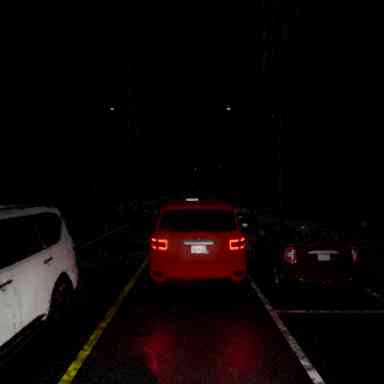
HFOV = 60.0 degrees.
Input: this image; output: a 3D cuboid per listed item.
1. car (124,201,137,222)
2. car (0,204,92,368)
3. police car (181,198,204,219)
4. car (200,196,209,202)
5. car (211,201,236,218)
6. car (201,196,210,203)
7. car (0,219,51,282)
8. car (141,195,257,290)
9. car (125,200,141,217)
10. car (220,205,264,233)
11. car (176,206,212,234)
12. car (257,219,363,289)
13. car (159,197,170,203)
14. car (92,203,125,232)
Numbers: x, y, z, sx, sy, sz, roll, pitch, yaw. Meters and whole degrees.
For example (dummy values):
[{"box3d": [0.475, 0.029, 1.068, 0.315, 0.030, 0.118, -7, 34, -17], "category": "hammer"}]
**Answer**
[{"box3d": [-5.665, 1.582, 25.639, 1.802, 1.307, 4.206, 0, 0, 0], "category": "car"}, {"box3d": [-3.102, 1.221, 3.778, 2.150, 2.045, 5.566, 0, 0, 0], "category": "car"}, {"box3d": [0.008, 1.426, 30.250, 1.930, 1.638, 5.238, 0, 0, 0], "category": "police car"}, {"box3d": [2.931, 1.609, 79.046, 2.008, 1.369, 4.403, 0, 0, 0], "category": "car"}, {"box3d": [2.863, 1.567, 31.138, 1.947, 1.339, 4.313, 0, 0, 0], "category": "car"}, {"box3d": [2.919, 1.573, 73.807, 1.752, 1.417, 4.829, 0, 0, 0], "category": "car"}, {"box3d": [-5.669, 1.581, 9.135, 1.802, 1.307, 4.206, 0, 0, 0], "category": "car"}, {"box3d": [0.106, 1.221, 9.216, 2.150, 2.045, 5.566, 0, 0, -1], "category": "car"}, {"box3d": [-5.663, 1.441, 31.141, 1.967, 1.590, 4.097, 0, 0, 0], "category": "car"}, {"box3d": [2.859, 1.550, 20.135, 2.008, 1.369, 4.403, 0, 0, 0], "category": "car"}, {"box3d": [0.104, 1.600, 19.986, 1.895, 1.301, 4.718, 0, 0, 0], "category": "car"}, {"box3d": [2.856, 1.439, 9.132, 1.967, 1.590, 4.097, 0, 0, 0], "category": "car"}, {"box3d": [-5.617, 1.620, 68.244, 1.802, 1.307, 4.206, 0, 0, 0], "category": "car"}, {"box3d": [-5.666, 1.565, 20.138, 1.947, 1.339, 4.313, 0, 0, 0], "category": "car"}]
